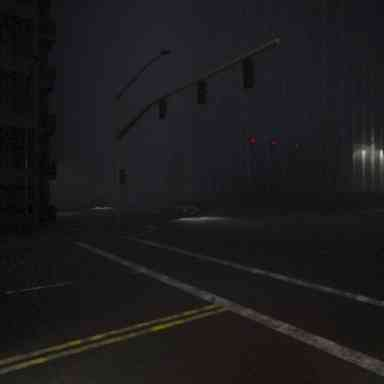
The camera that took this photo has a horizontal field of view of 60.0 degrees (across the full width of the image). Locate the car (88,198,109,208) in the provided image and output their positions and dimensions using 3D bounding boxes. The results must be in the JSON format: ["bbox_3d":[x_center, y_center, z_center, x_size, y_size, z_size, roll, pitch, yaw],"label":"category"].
[{"bbox_3d":[-13.324,1.482,47.171,1.994,1.385,4.181,0,0,-34],"label":"car"}]

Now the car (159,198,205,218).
[{"bbox_3d":[-1.239,1.444,29.844,1.812,1.442,4.674,0,0,-36],"label":"car"}]

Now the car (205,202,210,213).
[{"bbox_3d":[-0.152,1.377,34.628,1.882,1.535,5.008,0,0,-34],"label":"car"}]
